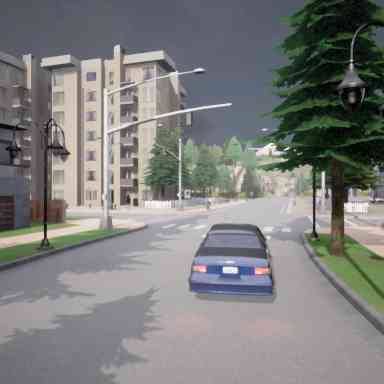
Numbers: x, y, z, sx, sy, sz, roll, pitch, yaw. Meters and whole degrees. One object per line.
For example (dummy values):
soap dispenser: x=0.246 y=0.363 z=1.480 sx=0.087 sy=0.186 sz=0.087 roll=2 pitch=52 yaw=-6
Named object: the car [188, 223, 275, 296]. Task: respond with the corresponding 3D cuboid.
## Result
car: x=1.138 y=1.547 z=8.865 sx=2.033 sy=1.411 sz=5.357 roll=0 pitch=0 yaw=9
